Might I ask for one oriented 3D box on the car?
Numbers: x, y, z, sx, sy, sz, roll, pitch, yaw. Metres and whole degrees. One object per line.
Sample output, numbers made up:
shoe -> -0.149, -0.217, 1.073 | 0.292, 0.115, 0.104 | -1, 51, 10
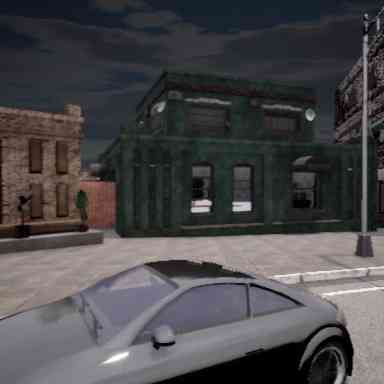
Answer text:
car -> -0.278, 1.511, 3.580 | 4.181, 1.385, 1.994 | 0, 1, -28
